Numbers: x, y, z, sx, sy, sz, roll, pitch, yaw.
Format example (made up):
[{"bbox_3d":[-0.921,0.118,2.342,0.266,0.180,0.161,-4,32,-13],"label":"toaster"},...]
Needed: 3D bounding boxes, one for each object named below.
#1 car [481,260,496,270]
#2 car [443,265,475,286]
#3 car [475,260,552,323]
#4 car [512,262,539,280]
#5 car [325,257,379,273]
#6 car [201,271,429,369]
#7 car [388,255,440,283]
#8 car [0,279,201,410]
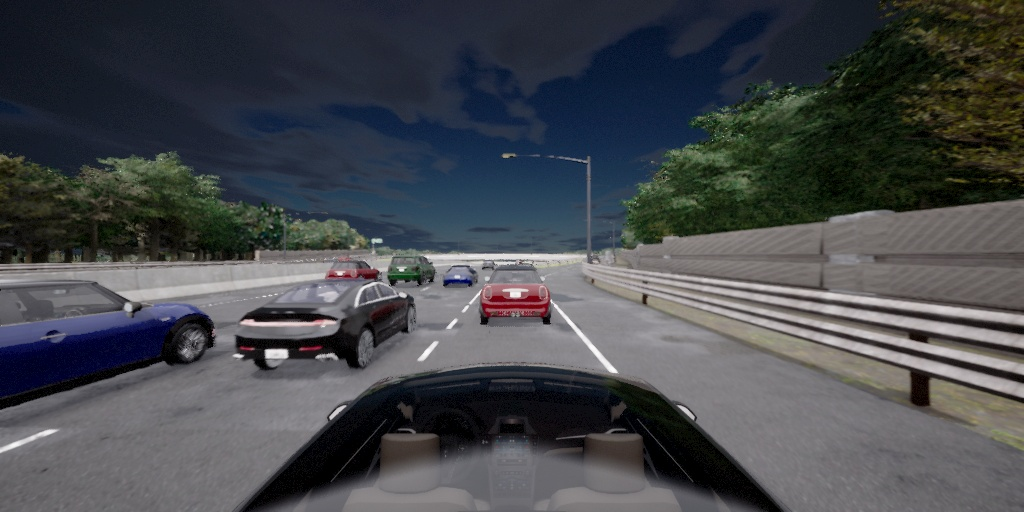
[{"bbox_3d":[-3.513,1.372,54.950,2.033,1.411,5.357,0,0,0],"label":"car"},{"bbox_3d":[-3.506,1.314,24.964,1.994,1.385,4.181,0,0,0],"label":"car"},{"bbox_3d":[0.097,1.103,12.195,2.097,1.767,4.553,0,0,0],"label":"car"},{"bbox_3d":[1.252,1.310,31.729,1.994,1.385,4.181,0,0,8],"label":"car"},{"bbox_3d":[-10.406,1.102,23.823,2.097,1.767,4.553,0,0,0],"label":"car"},{"bbox_3d":[-3.502,1.242,7.758,2.128,1.511,4.902,0,0,0],"label":"car"},{"bbox_3d":[-6.906,0.972,25.100,2.150,2.045,5.566,0,0,0],"label":"car"},{"bbox_3d":[-6.901,1.102,5.174,2.097,1.767,4.553,0,0,0],"label":"car"}]
